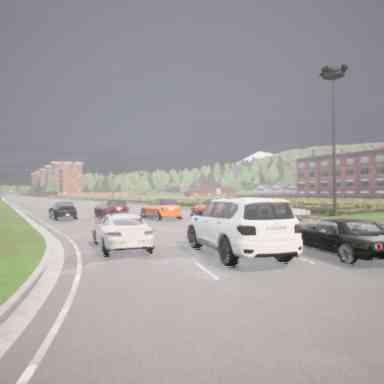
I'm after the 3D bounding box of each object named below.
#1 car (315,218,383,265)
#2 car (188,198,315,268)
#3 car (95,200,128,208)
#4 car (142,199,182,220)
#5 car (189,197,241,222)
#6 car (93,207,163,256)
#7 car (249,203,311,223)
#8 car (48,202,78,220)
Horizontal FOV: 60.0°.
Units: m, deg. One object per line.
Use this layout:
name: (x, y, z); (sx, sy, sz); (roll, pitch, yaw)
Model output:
car: (5.150, 1.558, 11.603); (1.895, 1.301, 4.718); (0, 0, -15)
car: (1.530, 1.211, 11.649); (2.150, 2.045, 5.566); (0, 0, -17)
car: (-6.903, 1.423, 28.457); (2.097, 1.767, 4.553); (-1, 0, -30)
car: (-2.634, 1.385, 28.016); (2.097, 1.767, 4.553); (-1, 0, -29)
car: (1.772, 1.345, 27.446); (2.097, 1.767, 4.553); (-1, 0, -29)
car: (-2.811, 1.555, 13.275); (1.812, 1.442, 4.674); (0, 0, -22)
car: (6.719, 1.549, 25.915); (1.895, 1.301, 4.718); (0, 0, -29)
car: (-11.331, 1.616, 29.165); (1.837, 1.490, 4.892); (0, 0, -30)
